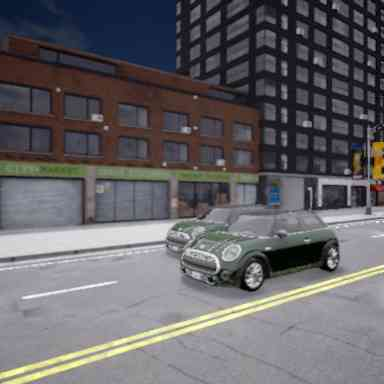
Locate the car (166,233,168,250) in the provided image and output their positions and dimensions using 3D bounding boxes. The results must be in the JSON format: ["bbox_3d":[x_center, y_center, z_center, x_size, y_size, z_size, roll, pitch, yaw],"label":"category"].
[{"bbox_3d":[1.266,1.285,12.449,4.553,1.767,2.097,-1,0,-35],"label":"car"}]

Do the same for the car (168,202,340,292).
[{"bbox_3d":[1.920,1.298,8.923,4.553,1.767,2.097,-1,0,-35],"label":"car"}]
